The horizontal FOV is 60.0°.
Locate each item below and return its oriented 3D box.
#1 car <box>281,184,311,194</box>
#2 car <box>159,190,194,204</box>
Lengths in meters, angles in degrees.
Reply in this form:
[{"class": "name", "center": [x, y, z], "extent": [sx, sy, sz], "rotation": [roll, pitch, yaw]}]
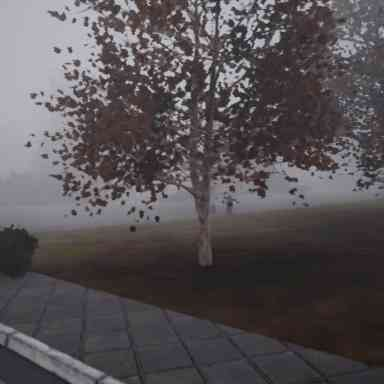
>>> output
[{"class": "car", "center": [15.465, -0.384, 49.526], "extent": [4.892, 1.490, 1.837], "rotation": [-3, 2, -25]}, {"class": "car", "center": [-2.005, 0.520, 39.559], "extent": [4.892, 1.490, 1.837], "rotation": [-3, 3, -34]}]
